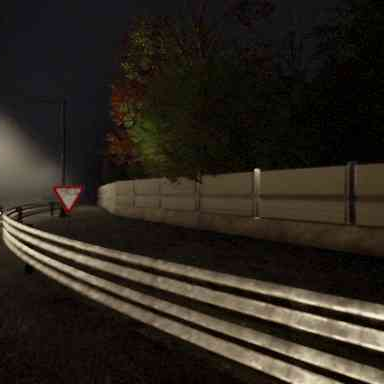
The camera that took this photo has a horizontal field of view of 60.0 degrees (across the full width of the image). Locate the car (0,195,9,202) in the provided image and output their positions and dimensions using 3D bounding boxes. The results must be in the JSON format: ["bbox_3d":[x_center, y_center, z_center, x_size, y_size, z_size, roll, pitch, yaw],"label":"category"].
[{"bbox_3d":[-42.906,1.498,75.424,1.837,1.490,4.892,0,0,-36],"label":"car"}]

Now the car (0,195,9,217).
[{"bbox_3d":[-18.029,1.349,28.593,2.097,1.767,4.553,0,0,-7],"label":"car"}]
